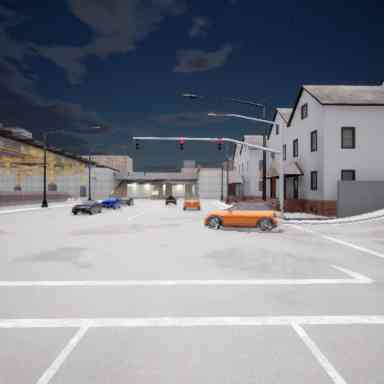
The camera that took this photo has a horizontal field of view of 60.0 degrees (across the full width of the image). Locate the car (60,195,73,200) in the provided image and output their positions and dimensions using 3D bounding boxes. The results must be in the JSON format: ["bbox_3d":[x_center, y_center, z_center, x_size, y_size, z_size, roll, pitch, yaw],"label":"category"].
[{"bbox_3d":[-31.915,1.295,84.273,1.853,1.218,4.536,0,0,-37],"label":"car"}]

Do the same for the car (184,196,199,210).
[{"bbox_3d":[-0.011,1.352,43.770,2.097,1.767,4.553,0,0,0],"label":"car"}]

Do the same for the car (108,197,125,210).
[{"bbox_3d":[-10.703,1.478,44.068,1.882,1.535,5.008,0,0,0],"label":"car"}]

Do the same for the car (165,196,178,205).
[{"bbox_3d":[-3.641,1.505,58.578,1.837,1.490,4.892,0,0,0],"label":"car"}]

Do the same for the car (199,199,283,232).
[{"bbox_3d":[3.053,1.369,20.049,4.553,1.767,2.097,0,-1,24],"label":"car"}]

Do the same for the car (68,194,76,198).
[{"bbox_3d":[-31.884,1.452,84.231,2.038,1.542,4.974,0,0,-37],"label":"car"}]

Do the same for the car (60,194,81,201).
[{"bbox_3d":[-32.686,1.452,89.596,2.038,1.542,4.974,0,0,28],"label":"car"}]

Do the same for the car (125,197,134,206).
[{"bbox_3d":[-10.718,1.526,54.343,1.812,1.442,4.674,0,0,0],"label":"car"}]

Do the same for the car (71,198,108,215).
[{"bbox_3d":[-10.683,1.547,34.345,2.033,1.411,5.357,0,0,0],"label":"car"}]
